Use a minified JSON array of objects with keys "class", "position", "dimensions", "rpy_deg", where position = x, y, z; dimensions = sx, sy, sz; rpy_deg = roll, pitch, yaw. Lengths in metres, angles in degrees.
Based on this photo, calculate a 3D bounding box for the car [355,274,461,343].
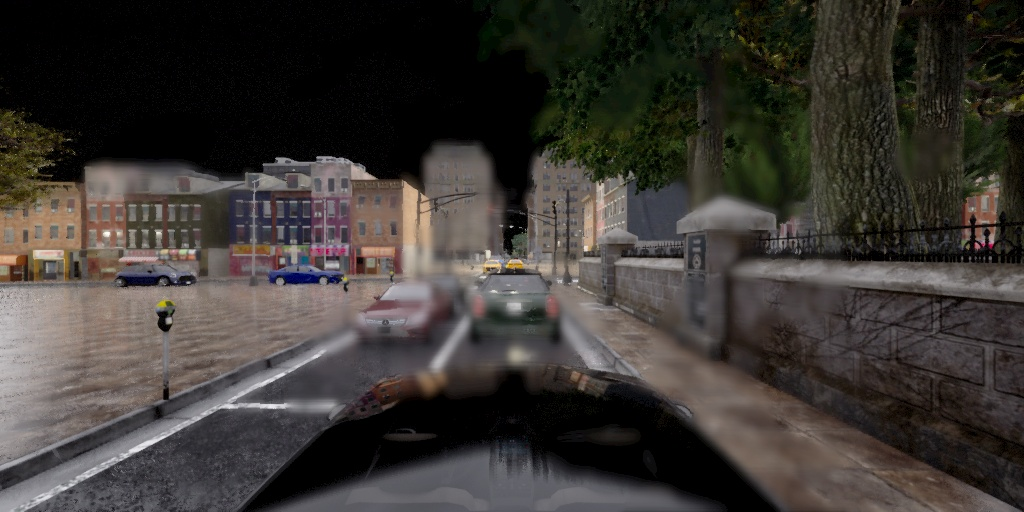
[{"class":"car","position":[-2.638,1.332,9.600],"dimensions":[1.802,1.307,4.207],"rpy_deg":[0,0,0]}]

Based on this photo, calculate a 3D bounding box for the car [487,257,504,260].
[{"class":"car","position":[-2.275,1.220,41.529],"dimensions":[1.882,1.535,5.008],"rpy_deg":[0,0,1]}]

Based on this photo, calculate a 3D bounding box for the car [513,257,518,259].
[{"class":"car","position":[0.420,1.219,47.902],"dimensions":[1.882,1.535,5.008],"rpy_deg":[0,0,0]}]

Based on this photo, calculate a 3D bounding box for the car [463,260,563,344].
[{"class":"car","position":[0.074,1.102,9.714],"dimensions":[2.097,1.767,4.553],"rpy_deg":[0,0,0]}]

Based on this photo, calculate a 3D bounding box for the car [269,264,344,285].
[{"class":"car","position":[-14.888,1.373,26.160],"dimensions":[5.008,1.535,1.882],"rpy_deg":[-1,0,0]}]

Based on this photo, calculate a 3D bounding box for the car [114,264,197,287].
[{"class":"car","position":[-25.835,1.390,26.125],"dimensions":[4.553,1.767,2.097],"rpy_deg":[-1,0,0]}]

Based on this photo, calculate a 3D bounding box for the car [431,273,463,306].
[{"class":"car","position":[-2.638,1.315,13.262],"dimensions":[1.948,1.339,4.313],"rpy_deg":[0,0,0]}]
